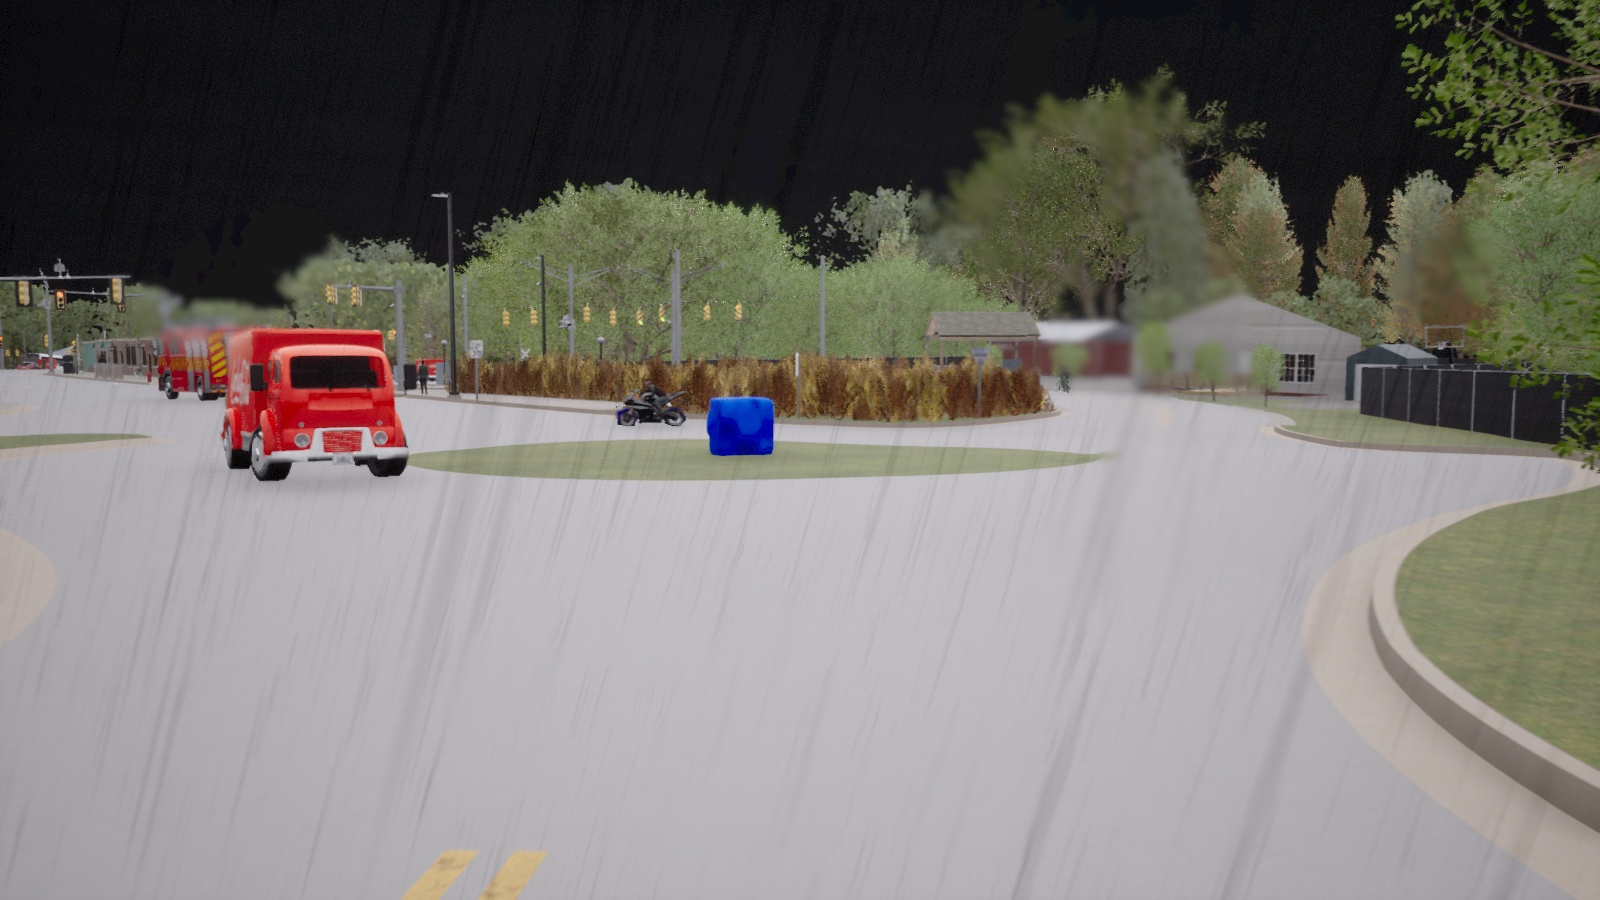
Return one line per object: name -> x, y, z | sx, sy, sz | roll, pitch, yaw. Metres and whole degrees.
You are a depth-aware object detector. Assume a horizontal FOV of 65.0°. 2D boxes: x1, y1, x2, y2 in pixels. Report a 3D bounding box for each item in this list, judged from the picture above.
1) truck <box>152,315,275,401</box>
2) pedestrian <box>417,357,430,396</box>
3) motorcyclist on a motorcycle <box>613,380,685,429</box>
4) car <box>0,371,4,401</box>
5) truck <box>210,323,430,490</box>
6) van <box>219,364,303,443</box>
truck -> -28.384, -4.415, 60.538 | 2.891, 3.827, 8.468 | -5, 6, -42
pedestrian -> -19.124, -3.751, 63.738 | 0.423, 1.949, 0.788 | -3, 6, -30
motorcyclist on a motorcycle -> -4.884, -1.466, 40.471 | 2.191, 1.530, 0.866 | 0, 5, -14
car -> -42.011, -3.066, 61.393 | 4.792, 1.488, 2.163 | -2, 5, -17
truck -> -8.335, -0.837, 21.470 | 2.627, 2.467, 5.204 | -2, 4, -30
van -> -14.614, -1.337, 34.215 | 1.775, 1.987, 4.442 | -2, 4, -20
